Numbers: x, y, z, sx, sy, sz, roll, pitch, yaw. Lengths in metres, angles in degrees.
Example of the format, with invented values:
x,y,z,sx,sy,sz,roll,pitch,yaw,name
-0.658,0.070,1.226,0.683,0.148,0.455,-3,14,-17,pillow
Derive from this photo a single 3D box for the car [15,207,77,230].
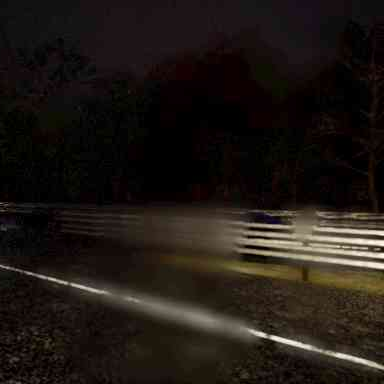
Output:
x,y,z,sx,sy,sz,roll,pitch,yaw,name
-9.967,1.752,22.683,4.181,1.385,1.994,1,0,23,car

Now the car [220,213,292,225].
x,y,z,sx,sy,sz,roll,pitch,yaw,name
2.978,1.855,17.654,4.674,1.442,1.812,1,0,20,car
